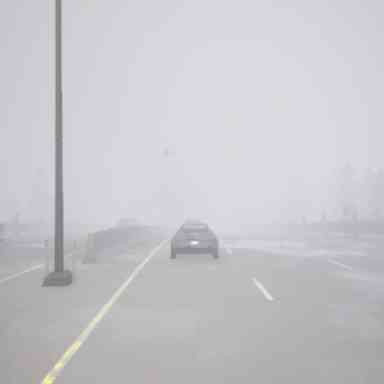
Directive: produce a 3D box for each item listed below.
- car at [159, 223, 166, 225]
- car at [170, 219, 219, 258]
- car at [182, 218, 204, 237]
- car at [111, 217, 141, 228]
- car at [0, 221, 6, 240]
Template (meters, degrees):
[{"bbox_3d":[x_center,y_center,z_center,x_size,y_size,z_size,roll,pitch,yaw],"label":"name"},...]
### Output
[{"bbox_3d":[-6.998,8.150,78.570,1.812,1.442,4.674,0,-4,0],"label":"car"},{"bbox_3d":[0.100,2.031,14.707,1.994,1.385,4.181,0,-3,0],"label":"car"},{"bbox_3d":[0.101,3.539,33.538,2.097,1.767,4.553,0,-6,0],"label":"car"},{"bbox_3d":[-7.072,3.825,37.410,2.150,2.045,5.566,0,-6,0],"label":"car"},{"bbox_3d":[-10.596,2.008,14.887,1.812,1.442,4.674,0,-3,0],"label":"car"}]
